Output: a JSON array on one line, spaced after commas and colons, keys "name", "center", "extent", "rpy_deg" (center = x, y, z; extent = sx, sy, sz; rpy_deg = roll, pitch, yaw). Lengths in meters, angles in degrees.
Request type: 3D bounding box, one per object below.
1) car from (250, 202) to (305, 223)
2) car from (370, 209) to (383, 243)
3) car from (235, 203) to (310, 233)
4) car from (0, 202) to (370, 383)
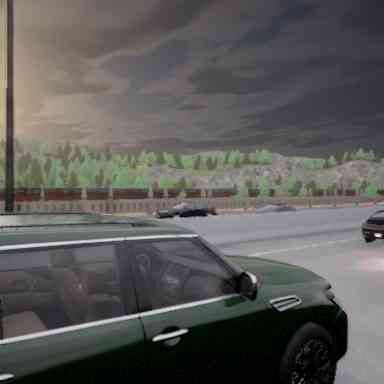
[{"name": "car", "center": [6.786, 1.566, 26.238], "extent": [4.181, 1.385, 1.994], "rpy_deg": [0, 0, -37]}, {"name": "car", "center": [9.510, 1.506, 14.949], "extent": [4.892, 1.490, 1.837], "rpy_deg": [0, 0, -36]}, {"name": "car", "center": [5.079, 1.507, 20.617], "extent": [4.892, 1.490, 1.837], "rpy_deg": [0, 0, -36]}, {"name": "car", "center": [-0.840, 1.222, 3.147], "extent": [5.566, 2.045, 2.150], "rpy_deg": [0, 0, -35]}]
